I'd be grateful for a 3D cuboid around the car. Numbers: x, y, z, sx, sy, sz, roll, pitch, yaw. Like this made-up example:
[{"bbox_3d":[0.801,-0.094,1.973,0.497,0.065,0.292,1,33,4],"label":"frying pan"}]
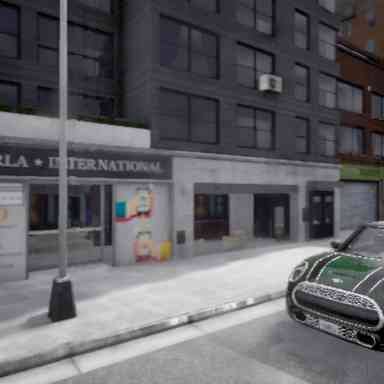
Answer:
[{"bbox_3d":[3.802,1.348,6.090,4.553,1.767,2.097,0,0,-35],"label":"car"}]
